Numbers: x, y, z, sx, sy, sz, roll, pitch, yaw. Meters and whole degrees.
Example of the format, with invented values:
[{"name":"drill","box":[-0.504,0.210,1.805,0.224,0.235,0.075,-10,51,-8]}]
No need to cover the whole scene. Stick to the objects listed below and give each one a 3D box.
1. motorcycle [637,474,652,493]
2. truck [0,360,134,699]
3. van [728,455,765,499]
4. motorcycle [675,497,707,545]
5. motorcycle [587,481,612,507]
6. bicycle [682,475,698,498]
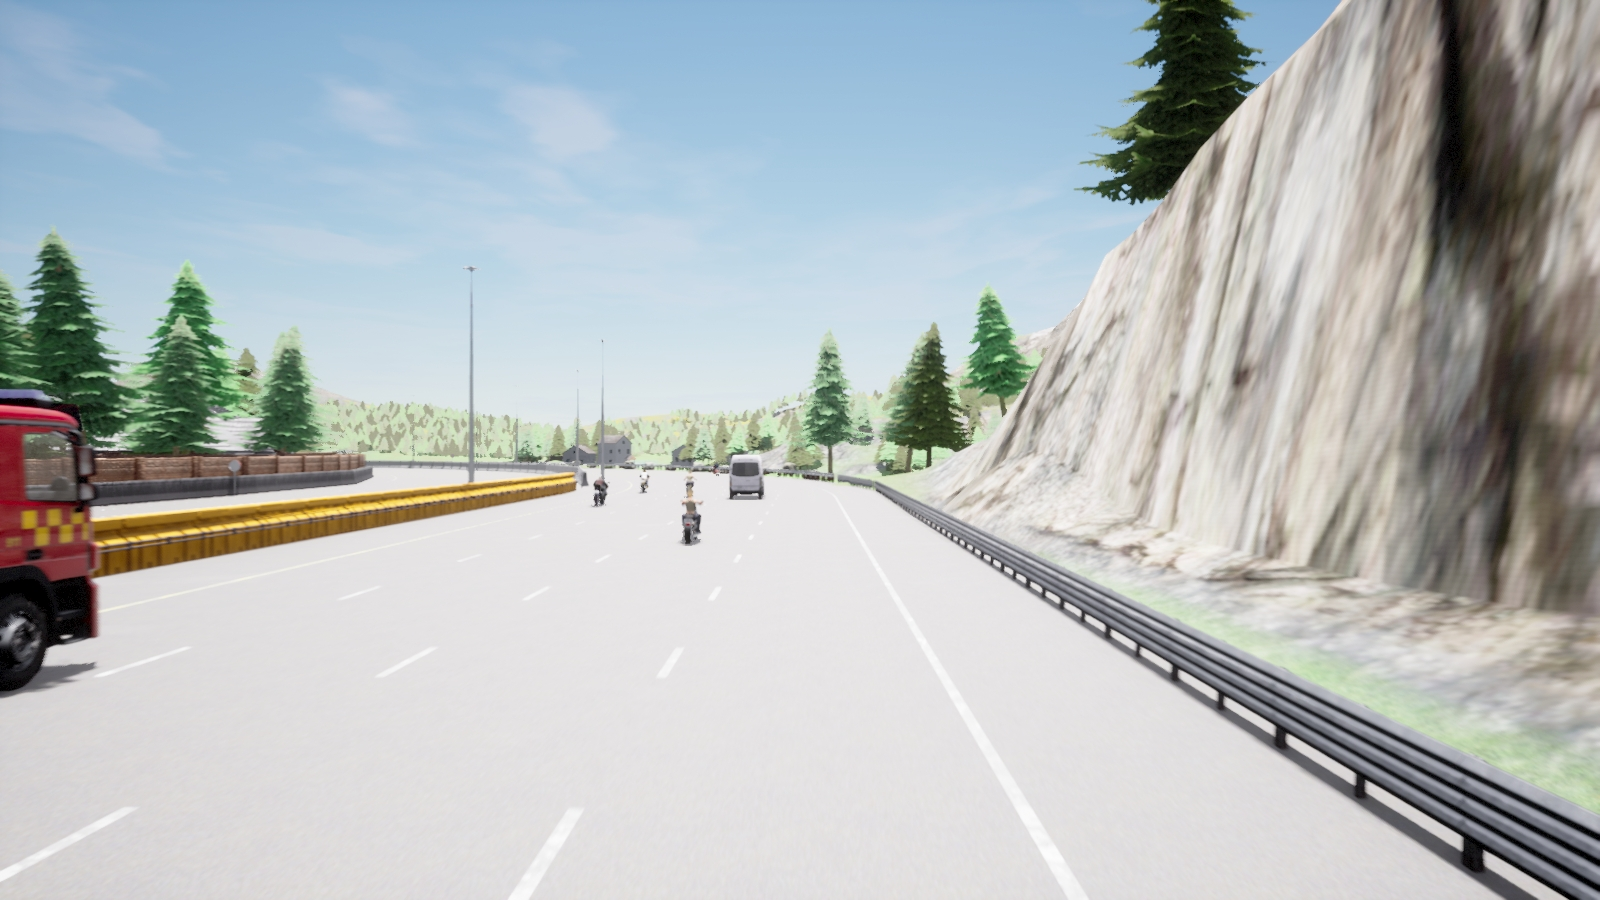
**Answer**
[{"name":"motorcycle","box":[-10.394,2.223,76.382,0.803,1.217,2.033,0,0,-3]},{"name":"truck","box":[-10.484,0.896,11.240,2.891,3.827,8.468,0,0,0]},{"name":"van","box":[-3.191,1.577,69.075,1.988,2.561,5.915,0,0,0]},{"name":"motorcycle","box":[-3.338,2.168,35.176,0.764,1.325,2.356,0,0,0]},{"name":"motorcycle","box":[-10.180,2.240,58.201,0.867,1.251,2.209,0,0,0]},{"name":"bicycle","box":[-6.634,2.191,68.925,0.859,1.295,1.487,0,0,-1]}]
